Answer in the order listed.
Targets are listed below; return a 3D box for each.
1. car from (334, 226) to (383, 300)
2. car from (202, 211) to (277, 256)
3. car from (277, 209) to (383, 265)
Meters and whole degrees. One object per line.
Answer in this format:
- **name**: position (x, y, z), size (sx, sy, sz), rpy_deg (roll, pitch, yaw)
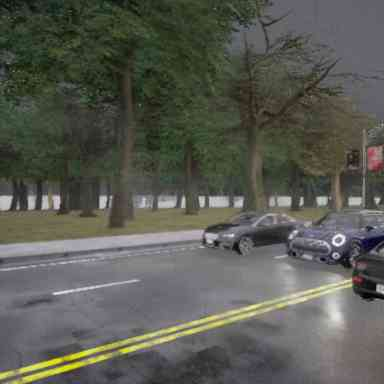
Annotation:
- **car**: position (5.287, 1.576, 7.213), size (4.674, 1.442, 1.812), rpy_deg (0, 0, -36)
- **car**: position (2.643, 1.552, 13.559), size (4.902, 1.511, 2.128), rpy_deg (0, 0, -36)
- **car**: position (5.378, 1.420, 11.517), size (4.553, 1.767, 2.097), rpy_deg (0, 0, -36)
